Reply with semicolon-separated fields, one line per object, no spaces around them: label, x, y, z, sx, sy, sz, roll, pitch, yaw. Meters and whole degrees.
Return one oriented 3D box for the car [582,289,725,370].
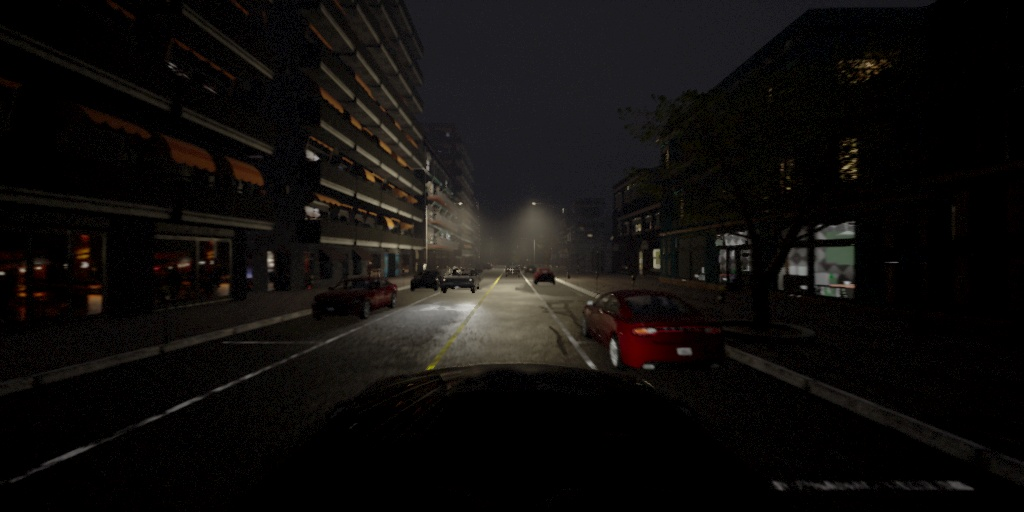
car;2.690;1.377;7.798;1.888;1.381;4.507;0;0;0

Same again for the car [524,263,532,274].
car;2.696;2.010;53.213;1.948;1.339;4.313;0;0;0

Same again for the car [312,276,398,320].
car;-5.690;1.453;13.505;1.888;1.381;4.507;0;0;0

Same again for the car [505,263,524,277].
car;0.103;1.823;44.922;2.128;1.511;4.902;0;-1;0

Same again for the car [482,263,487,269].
car;-5.685;2.087;58.920;1.948;1.339;4.313;0;0;0

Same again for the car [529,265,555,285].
car;2.693;1.719;30.506;1.802;1.307;4.207;0;0;0

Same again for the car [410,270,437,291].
car;-5.688;1.626;24.859;1.948;1.339;4.313;0;0;0

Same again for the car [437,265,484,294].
car;-2.997;1.421;21.840;1.895;1.301;4.718;0;-1;0
